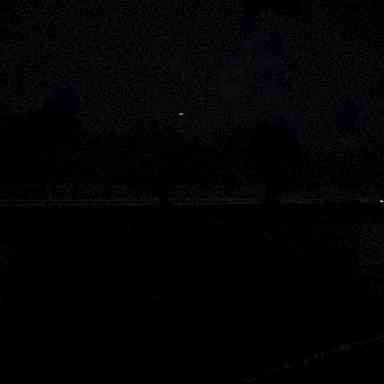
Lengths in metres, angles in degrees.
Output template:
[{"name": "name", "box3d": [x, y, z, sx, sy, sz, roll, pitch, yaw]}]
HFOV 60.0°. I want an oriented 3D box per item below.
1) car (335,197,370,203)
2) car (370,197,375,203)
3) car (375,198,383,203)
[{"name": "car", "box3d": [18.194, 1.561, 39.090, 4.892, 1.490, 1.837, 1, 0, -28]}, {"name": "car", "box3d": [28.016, 1.578, 52.154, 5.008, 1.535, 1.882, 0, 0, -27]}, {"name": "car", "box3d": [29.857, 1.461, 49.176, 4.553, 1.767, 2.097, 0, 0, -27]}]
